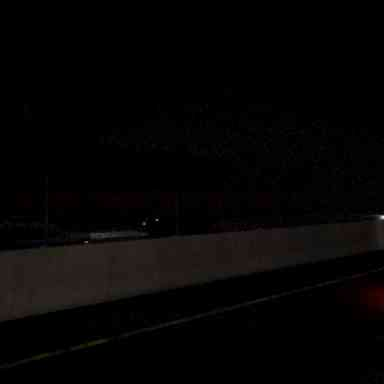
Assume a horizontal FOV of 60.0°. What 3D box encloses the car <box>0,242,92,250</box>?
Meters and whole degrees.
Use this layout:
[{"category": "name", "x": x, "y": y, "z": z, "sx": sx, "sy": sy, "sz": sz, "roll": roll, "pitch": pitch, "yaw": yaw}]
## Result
[{"category": "car", "x": -5.045, "y": 1.535, "z": 8.992, "sx": 4.674, "sy": 1.442, "sz": 1.812, "roll": 1, "pitch": 0, "yaw": -36}]
